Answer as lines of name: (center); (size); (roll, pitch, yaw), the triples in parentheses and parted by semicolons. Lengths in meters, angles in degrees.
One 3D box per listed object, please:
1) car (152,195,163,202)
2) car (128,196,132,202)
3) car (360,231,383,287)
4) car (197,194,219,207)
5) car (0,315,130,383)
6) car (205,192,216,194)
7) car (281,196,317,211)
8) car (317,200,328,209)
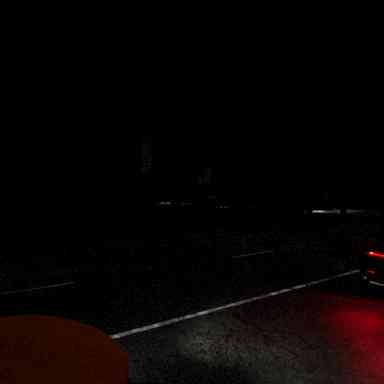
car: (-7.641, 1.266, 65.570); (2.128, 1.511, 4.902); (-1, 0, -38)
car: (-10.473, 1.322, 63.511); (1.837, 1.490, 4.892); (-1, 0, -39)
car: (5.930, 1.468, 7.976); (4.892, 1.490, 1.837); (0, 0, -35)
car: (2.640, 1.356, 47.006); (1.994, 1.385, 4.181); (-1, 0, -39)
car: (-2.752, 1.478, 1.764); (5.008, 1.535, 1.882); (0, 0, -36)
car: (4.025, 0.983, 50.865); (2.150, 2.045, 5.566); (-1, 1, -39)
car: (11.019, 1.350, 36.564); (1.994, 1.385, 4.181); (-1, 0, -39)
car: (13.429, 1.234, 39.150); (1.882, 1.535, 5.008); (-1, 0, -39)
